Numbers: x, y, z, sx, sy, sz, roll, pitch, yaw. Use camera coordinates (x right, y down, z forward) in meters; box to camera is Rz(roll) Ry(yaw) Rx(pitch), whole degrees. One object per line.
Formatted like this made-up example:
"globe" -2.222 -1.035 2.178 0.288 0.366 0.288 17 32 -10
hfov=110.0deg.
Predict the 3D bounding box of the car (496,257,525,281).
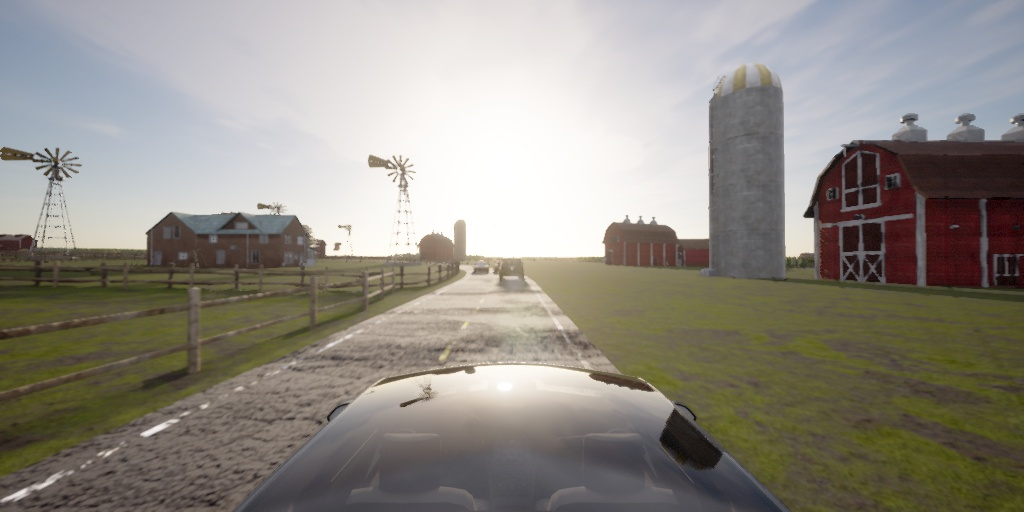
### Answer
"car" -0.077 1.120 32.130 2.150 2.045 5.566 0 0 -2

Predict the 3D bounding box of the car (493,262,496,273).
"car" -1.505 1.437 48.552 1.882 1.535 5.008 0 0 -8

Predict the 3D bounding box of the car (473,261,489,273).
"car" -4.064 1.463 47.164 1.882 1.535 5.008 0 0 -8
